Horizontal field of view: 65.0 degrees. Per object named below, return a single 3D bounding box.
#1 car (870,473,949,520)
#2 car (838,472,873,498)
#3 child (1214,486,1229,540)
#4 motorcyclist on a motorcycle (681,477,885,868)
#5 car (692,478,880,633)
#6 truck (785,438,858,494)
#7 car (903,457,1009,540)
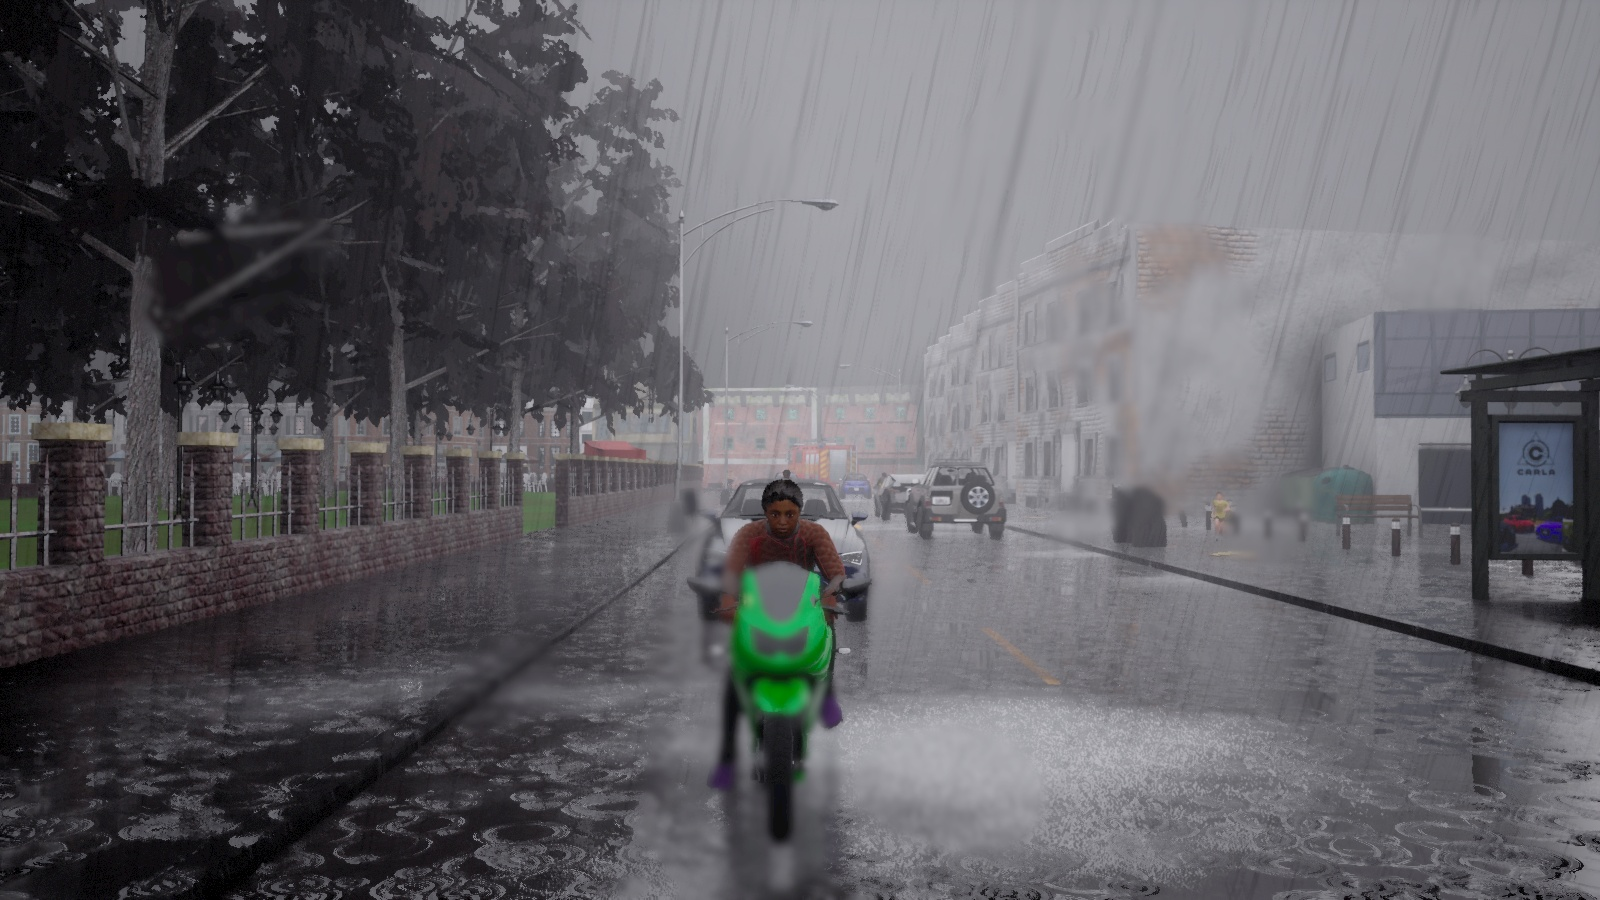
[{"bbox_3d":[3.568,1.501,41.851,2.163,1.488,4.792,0,-1,-1],"label":"car"},{"bbox_3d":[3.215,2.050,73.700,1.816,1.474,4.193,0,-1,-1],"label":"car"},{"bbox_3d":[8.747,1.306,26.058,0.255,1.110,0.394,-1,-1,21],"label":"child"},{"bbox_3d":[-0.078,0.897,5.979,0.797,1.523,2.044,0,-1,-1],"label":"motorcyclist on a motorcycle"},{"bbox_3d":[-0.158,1.068,14.272,1.816,1.474,4.193,0,-1,-1],"label":"car"},{"bbox_3d":[1.446,1.138,89.498,2.891,3.827,8.468,0,-1,-16],"label":"truck"},{"bbox_3d":[3.684,1.125,30.361,1.932,1.855,4.605,0,-1,-1],"label":"car"}]
